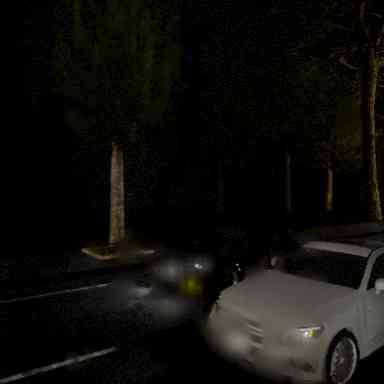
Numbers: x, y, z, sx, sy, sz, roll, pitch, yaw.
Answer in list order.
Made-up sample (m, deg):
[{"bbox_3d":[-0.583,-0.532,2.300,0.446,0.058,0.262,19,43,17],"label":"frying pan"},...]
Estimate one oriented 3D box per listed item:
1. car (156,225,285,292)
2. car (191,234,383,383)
[{"bbox_3d":[1.193,1.575,8.500,4.181,1.385,1.994,0,0,-35],"label":"car"},{"bbox_3d":[2.434,1.535,5.398,4.674,1.442,1.812,0,0,-36],"label":"car"}]
